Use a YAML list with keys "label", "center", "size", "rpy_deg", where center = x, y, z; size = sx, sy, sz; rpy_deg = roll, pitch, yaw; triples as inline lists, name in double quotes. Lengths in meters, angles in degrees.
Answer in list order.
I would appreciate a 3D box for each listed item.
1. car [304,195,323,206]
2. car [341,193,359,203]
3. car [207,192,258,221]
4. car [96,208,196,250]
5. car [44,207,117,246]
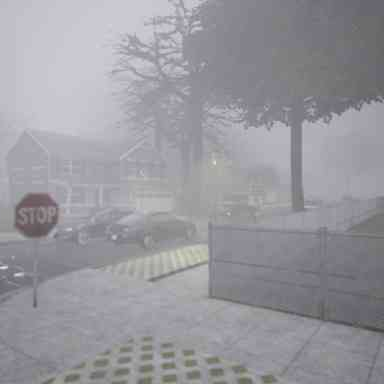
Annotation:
- label: "car"
  center: [15.990, 1.145, 44.353]
  size: [1.994, 1.385, 4.181]
  rpy_deg: [1, 1, 36]
- label: "car"
  center: [24.328, 0.948, 51.171]
  size: [1.837, 1.490, 4.892]
  rpy_deg: [1, 1, 35]
- label: "car"
  center: [3.412, 1.077, 26.781]
  size: [2.150, 2.045, 5.566]
  rpy_deg: [1, 2, 36]
- label: "car"
  center: [-1.671, 1.546, 14.708]
  size: [1.812, 1.442, 4.674]
  rpy_deg: [1, 1, 35]
- label: "car"
  center: [-4.438, 1.496, 15.732]
  size: [2.128, 1.511, 4.902]
  rpy_deg: [1, 1, 35]
